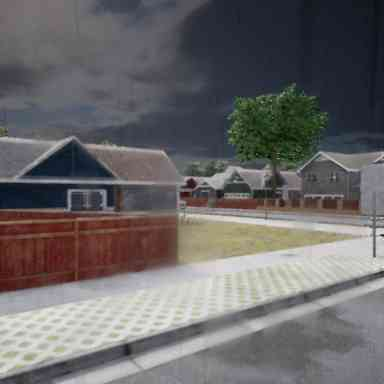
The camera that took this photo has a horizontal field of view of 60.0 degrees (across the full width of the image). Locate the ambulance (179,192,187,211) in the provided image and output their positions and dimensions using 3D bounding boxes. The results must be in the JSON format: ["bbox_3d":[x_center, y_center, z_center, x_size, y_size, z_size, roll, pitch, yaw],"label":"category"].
[{"bbox_3d":[-3.179,1.276,46.042,2.351,2.431,6.366,0,0,-35],"label":"ambulance"}]
